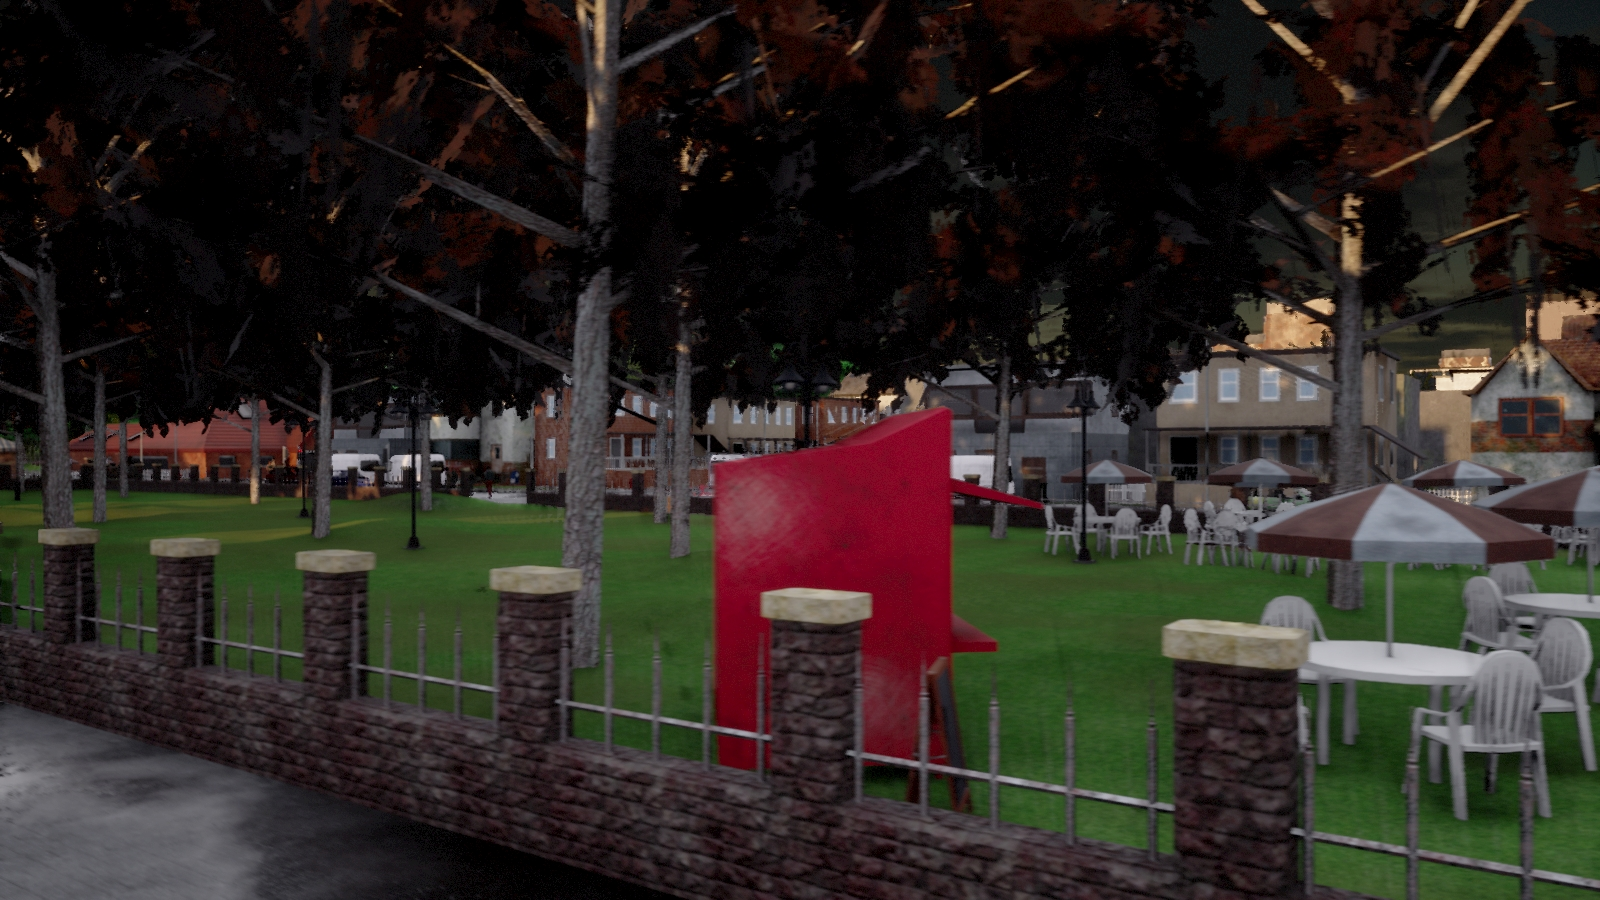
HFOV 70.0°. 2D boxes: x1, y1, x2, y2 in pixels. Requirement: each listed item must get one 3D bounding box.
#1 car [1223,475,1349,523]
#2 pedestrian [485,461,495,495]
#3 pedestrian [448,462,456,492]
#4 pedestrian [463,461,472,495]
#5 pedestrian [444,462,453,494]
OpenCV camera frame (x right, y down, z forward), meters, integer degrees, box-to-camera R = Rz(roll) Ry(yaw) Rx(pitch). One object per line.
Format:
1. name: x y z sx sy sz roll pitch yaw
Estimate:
1. car: 17.931 1.786 42.228 3.988 1.617 1.851 0 0 35
2. pedestrian: -17.022 1.548 62.770 0.375 1.860 0.375 0 0 -40
3. pedestrian: -21.332 1.655 70.051 0.375 1.860 0.375 0 0 44
4. pedestrian: -18.470 1.549 63.511 0.375 1.860 0.375 0 0 -40
5. pedestrian: -20.491 1.654 66.605 0.375 1.860 0.375 0 0 30
